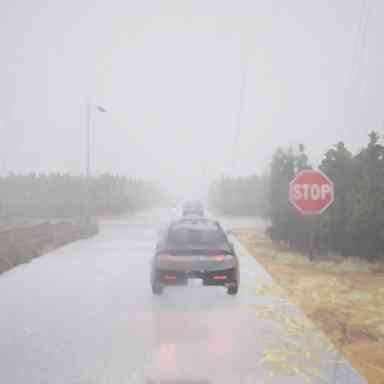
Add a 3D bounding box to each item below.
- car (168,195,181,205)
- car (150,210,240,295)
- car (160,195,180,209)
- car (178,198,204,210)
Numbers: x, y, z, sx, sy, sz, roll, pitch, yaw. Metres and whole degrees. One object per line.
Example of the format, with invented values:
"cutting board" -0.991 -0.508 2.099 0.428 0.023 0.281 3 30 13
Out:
"car" -3.146 1.444 60.922 2.097 1.767 4.553 0 -1 0
"car" 0.073 1.449 8.604 2.128 1.511 4.902 0 0 0
"car" -3.184 1.302 45.599 2.097 1.767 4.553 0 0 0
"car" 0.083 1.476 30.463 2.033 1.411 5.357 0 0 0
